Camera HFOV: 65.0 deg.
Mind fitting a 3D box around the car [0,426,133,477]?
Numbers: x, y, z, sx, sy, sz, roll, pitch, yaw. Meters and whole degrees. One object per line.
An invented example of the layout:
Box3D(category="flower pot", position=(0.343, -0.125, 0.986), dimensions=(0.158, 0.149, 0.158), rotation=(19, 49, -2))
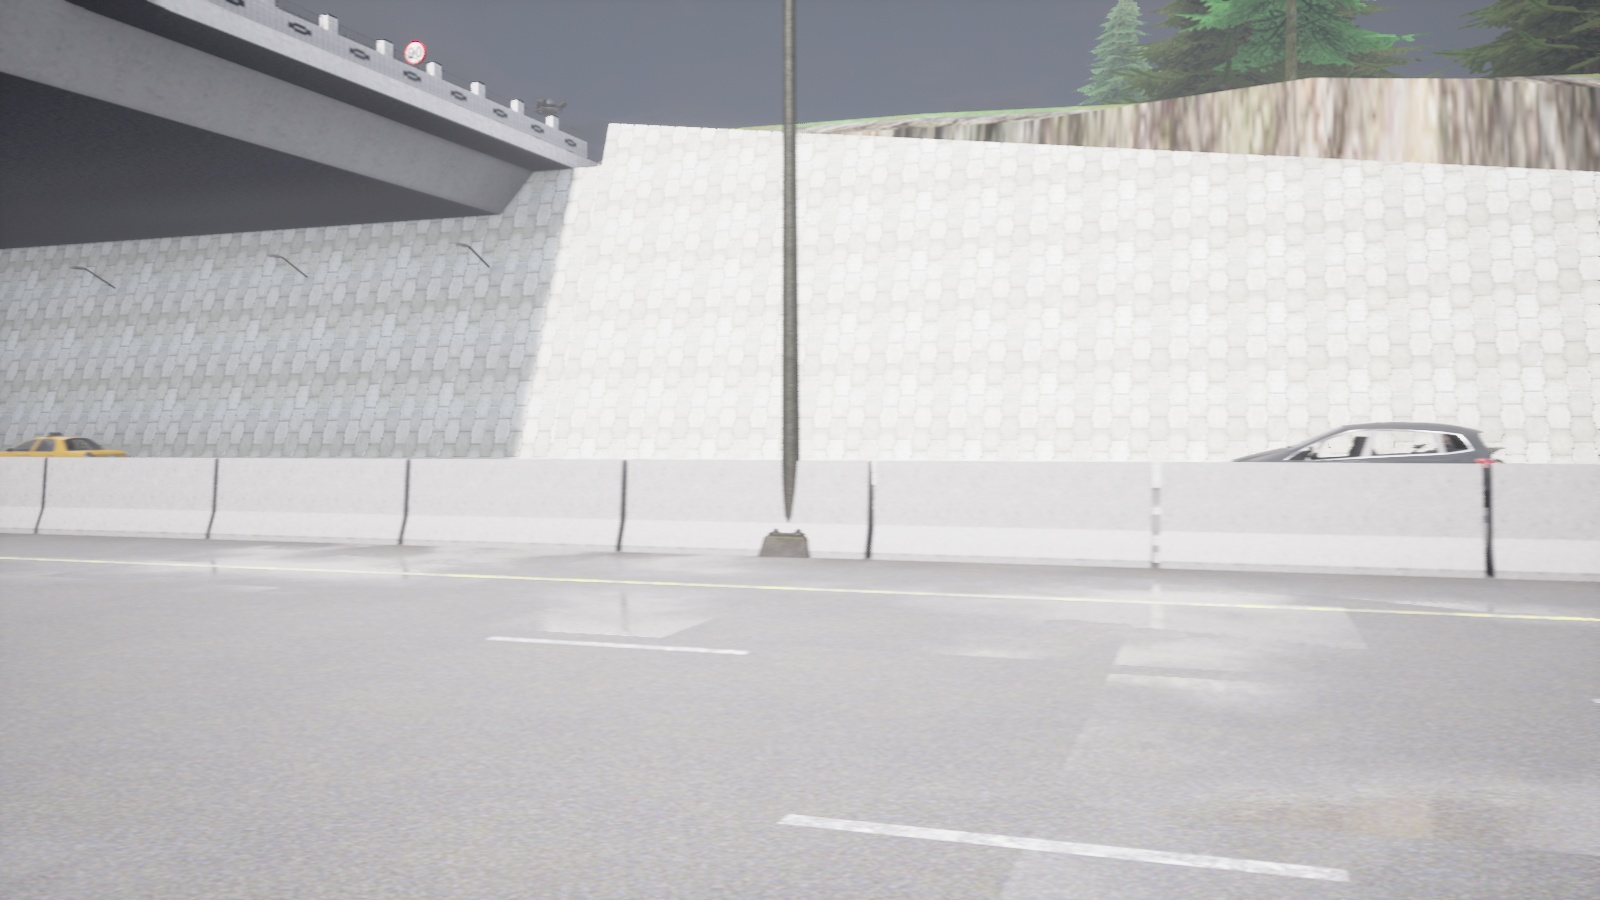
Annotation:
Box3D(category="car", position=(-24.636, 0.016, 41.020), dimensions=(5.366, 1.575, 1.801), rotation=(1, 1, 19))

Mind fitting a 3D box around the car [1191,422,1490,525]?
Box3D(category="car", position=(9.362, 0.351, 22.196), dimensions=(4.611, 1.667, 2.242), rotation=(1, 1, 19))
